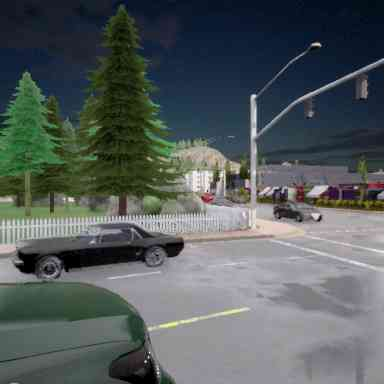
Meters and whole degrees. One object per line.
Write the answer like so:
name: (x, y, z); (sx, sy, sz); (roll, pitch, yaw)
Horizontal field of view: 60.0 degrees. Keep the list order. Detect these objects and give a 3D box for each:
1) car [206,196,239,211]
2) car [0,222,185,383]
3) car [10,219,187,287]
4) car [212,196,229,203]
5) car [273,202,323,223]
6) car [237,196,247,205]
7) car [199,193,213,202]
car: (3.668, 1.561, 41.260); (1.837, 1.490, 4.892); (0, 0, -16)
car: (-2.767, 1.221, 1.662); (5.566, 2.045, 2.150); (0, 0, -36)
car: (-2.684, 1.601, 9.850); (4.718, 1.301, 1.895); (0, 0, -30)
car: (6.045, 1.559, 71.150); (1.837, 1.490, 4.892); (0, 0, -16)
car: (8.126, 1.547, 25.916); (2.128, 1.511, 4.902); (0, 0, -16)
car: (8.667, 1.547, 62.286); (2.128, 1.511, 4.902); (0, 0, -16)
car: (2.899, 1.277, 69.600); (2.150, 2.045, 5.566); (0, 0, -17)
